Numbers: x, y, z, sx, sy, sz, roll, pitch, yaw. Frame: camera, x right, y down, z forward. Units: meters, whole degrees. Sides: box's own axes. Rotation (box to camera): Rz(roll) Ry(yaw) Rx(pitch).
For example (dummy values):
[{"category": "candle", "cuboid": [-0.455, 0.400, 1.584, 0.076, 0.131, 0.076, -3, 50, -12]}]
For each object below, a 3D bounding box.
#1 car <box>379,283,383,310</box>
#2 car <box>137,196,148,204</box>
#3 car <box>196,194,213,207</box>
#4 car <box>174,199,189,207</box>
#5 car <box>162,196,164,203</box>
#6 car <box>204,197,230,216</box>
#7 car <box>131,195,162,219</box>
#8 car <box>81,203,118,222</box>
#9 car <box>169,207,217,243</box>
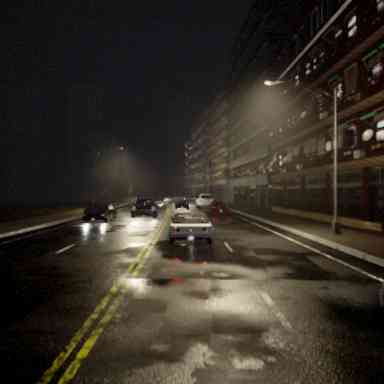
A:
[{"category": "car", "cuboid": [4.218, 1.529, 3.909, 1.812, 1.442, 4.674, 0, 0, 0]}, {"category": "car", "cuboid": [-9.855, 1.543, 66.561, 1.994, 1.385, 4.181, 0, 0, -6]}, {"category": "car", "cuboid": [1.771, 1.238, 45.181, 2.150, 2.045, 5.566, 0, 0, -4]}, {"category": "car", "cuboid": [-1.483, 1.614, 46.032, 1.895, 1.301, 4.718, 0, 0, -4]}, {"category": "car", "cuboid": [-6.872, 1.417, 69.372, 2.128, 1.511, 4.902, 0, 0, -6]}, {"category": "car", "cuboid": [2.536, 1.535, 32.391, 1.812, 1.442, 4.674, 0, 0, -3]}, {"category": "car", "cuboid": [-3.987, 1.356, 28.763, 2.097, 1.767, 4.553, 0, 0, -2]}, {"category": "car", "cuboid": [-7.132, 1.548, 26.299, 2.033, 1.411, 5.357, 0, 0, -2]}, {"category": "car", "cuboid": [-0.092, 1.602, 15.977, 1.895, 1.301, 4.718, 0, 0, -1]}]
